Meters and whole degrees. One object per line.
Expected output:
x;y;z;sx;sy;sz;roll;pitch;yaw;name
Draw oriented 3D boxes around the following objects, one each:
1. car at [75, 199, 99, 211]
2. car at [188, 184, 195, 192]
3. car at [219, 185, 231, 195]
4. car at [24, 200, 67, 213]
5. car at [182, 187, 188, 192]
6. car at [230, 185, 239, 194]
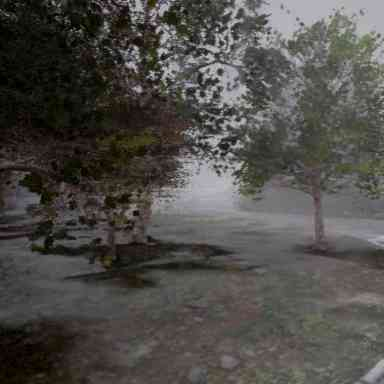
-12.165;1.526;39.483;5.357;1.411;2.033;0;1;-6;car
-1.818;-0.989;86.603;2.435;2.045;5.566;0;3;16;car
7.489;-0.197;76.720;1.812;1.442;4.674;0;3;16;car
-15.177;1.513;35.282;4.674;1.442;1.812;0;0;-16;car
-3.415;-0.415;81.042;1.946;1.575;5.366;0;3;16;car
10.716;-0.372;76.174;2.097;1.767;4.553;0;3;16;car
